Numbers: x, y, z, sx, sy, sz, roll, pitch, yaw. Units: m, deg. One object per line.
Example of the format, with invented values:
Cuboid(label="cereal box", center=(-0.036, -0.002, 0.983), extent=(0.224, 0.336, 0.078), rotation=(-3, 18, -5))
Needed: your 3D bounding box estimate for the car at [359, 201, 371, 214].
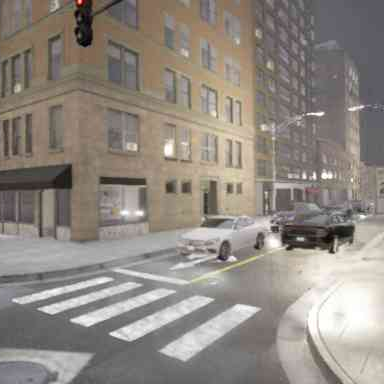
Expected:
Cuboid(label="car", center=(18.753, 1.693, 37.174), extent=(2.033, 1.411, 5.357), rotation=(-1, -1, 36))

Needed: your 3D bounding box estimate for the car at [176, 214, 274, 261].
Cuboid(label="car", center=(1.316, 1.624, 13.029), extent=(1.812, 1.442, 4.674), rotation=(-1, -1, 36))

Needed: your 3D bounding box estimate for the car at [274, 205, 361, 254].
Cuboid(label="car", center=(5.406, 1.539, 13.931), extent=(1.882, 1.535, 5.008), rotation=(-1, -1, 38))

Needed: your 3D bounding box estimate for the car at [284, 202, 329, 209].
Cuboid(label="car", center=(6.476, 1.461, 20.198), extent=(2.097, 1.767, 4.553), rotation=(-1, -1, 36))

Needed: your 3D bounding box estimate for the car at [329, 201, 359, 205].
Cuboid(label="car", center=(12.527, 1.616, 28.587), extent=(2.128, 1.511, 4.902), rotation=(-1, -1, 36))
